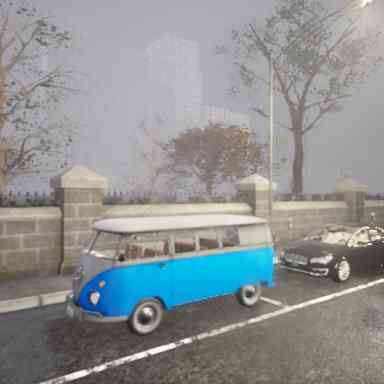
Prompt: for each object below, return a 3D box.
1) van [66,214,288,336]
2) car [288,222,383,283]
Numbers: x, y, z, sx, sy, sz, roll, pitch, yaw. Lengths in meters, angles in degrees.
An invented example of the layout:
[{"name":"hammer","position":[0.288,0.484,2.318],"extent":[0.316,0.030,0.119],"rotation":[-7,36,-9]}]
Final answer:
[{"name":"van","position":[-0.190,1.359,6.421],"extent":[3.998,1.788,1.690],"rotation":[0,0,-35]},{"name":"car","position":[4.393,1.598,9.690],"extent":[4.403,1.369,2.008],"rotation":[0,0,-35]}]
